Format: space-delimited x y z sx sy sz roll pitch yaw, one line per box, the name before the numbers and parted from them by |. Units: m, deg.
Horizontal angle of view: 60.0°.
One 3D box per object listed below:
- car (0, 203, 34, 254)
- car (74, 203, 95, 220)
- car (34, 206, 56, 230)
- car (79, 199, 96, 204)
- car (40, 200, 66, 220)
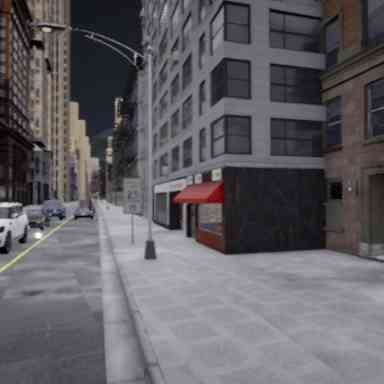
car | -8.907 1.510 14.876 2.150 2.045 5.566 0 -1 -16
car | -11.650 2.217 35.961 1.994 1.385 4.181 0 -1 -16
car | -11.735 2.015 24.793 2.033 1.411 5.357 0 -1 -16
car | -14.474 2.045 45.674 2.150 2.045 5.566 0 -1 -16
car | -14.640 1.874 35.134 2.150 2.045 5.566 0 -1 -16
